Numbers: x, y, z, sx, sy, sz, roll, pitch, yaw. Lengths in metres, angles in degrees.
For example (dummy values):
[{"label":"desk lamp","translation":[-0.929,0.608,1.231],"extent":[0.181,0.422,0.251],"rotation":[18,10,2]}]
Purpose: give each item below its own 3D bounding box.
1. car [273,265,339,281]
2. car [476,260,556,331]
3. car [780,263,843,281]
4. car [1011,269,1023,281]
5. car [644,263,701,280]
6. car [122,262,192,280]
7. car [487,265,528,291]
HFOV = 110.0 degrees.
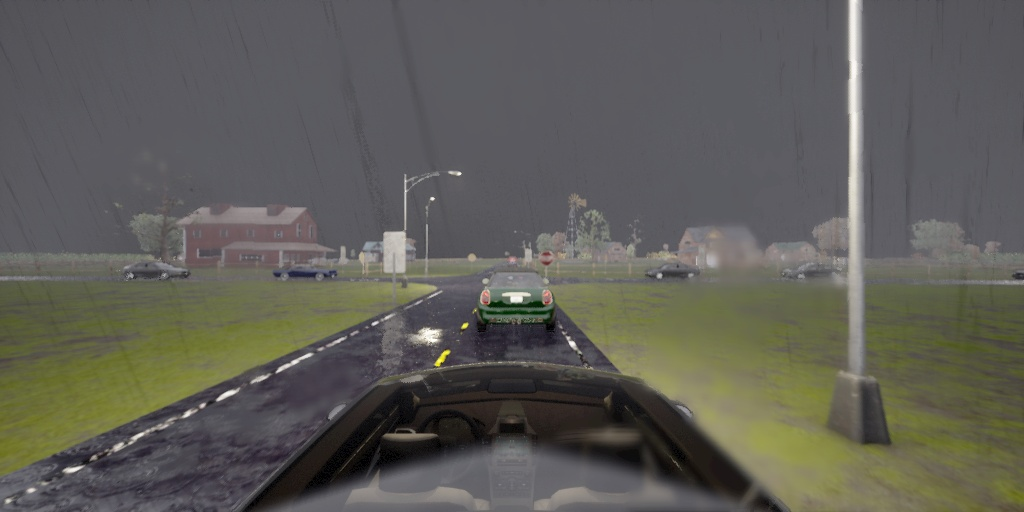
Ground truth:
[{"label":"car","translation":[-17.294,1.386,30.264],"extent":[4.718,1.301,1.895],"rotation":[0,0,1]},{"label":"car","translation":[0.116,1.131,11.244],"extent":[2.097,1.767,4.553],"rotation":[0,0,0]},{"label":"car","translation":[27.307,1.443,32.786],"extent":[4.892,1.490,1.837],"rotation":[-1,0,1]},{"label":"car","translation":[48.582,1.554,32.491],"extent":[4.892,1.490,1.837],"rotation":[1,0,1]},{"label":"car","translation":[14.654,1.396,32.908],"extent":[4.892,1.490,1.837],"rotation":[0,0,1]},{"label":"car","translation":[-30.020,1.254,30.389],"extent":[4.892,1.490,1.837],"rotation":[0,0,1]},{"label":"car","translation":[-0.445,1.363,23.836],"extent":[2.033,1.411,5.357],"rotation":[0,0,-8]}]
